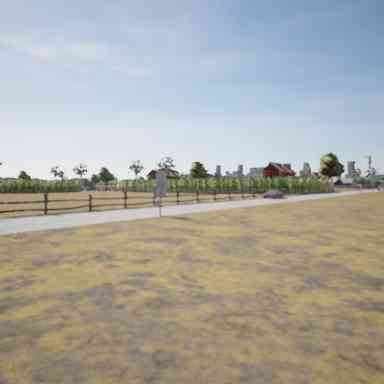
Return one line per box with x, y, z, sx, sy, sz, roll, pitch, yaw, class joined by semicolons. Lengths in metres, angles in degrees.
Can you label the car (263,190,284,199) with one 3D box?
12.514;0.342;51.012;1.994;1.385;4.181;1;2;36;car
